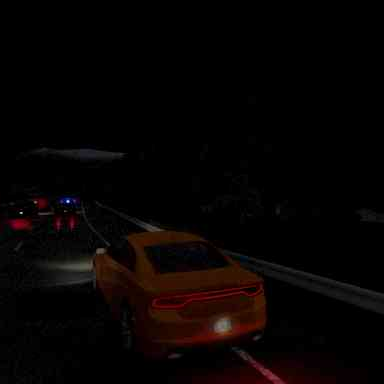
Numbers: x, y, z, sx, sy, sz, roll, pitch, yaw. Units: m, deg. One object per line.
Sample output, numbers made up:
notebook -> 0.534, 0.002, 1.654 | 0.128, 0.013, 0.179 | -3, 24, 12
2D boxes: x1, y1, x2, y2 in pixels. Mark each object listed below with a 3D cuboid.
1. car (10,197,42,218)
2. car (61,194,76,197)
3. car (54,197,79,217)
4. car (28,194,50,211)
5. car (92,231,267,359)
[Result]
car -> -15.108, 1.505, 30.147 | 1.837, 1.490, 4.892 | 0, 0, -19
car -> -15.354, 1.221, 41.435 | 2.150, 2.045, 5.566 | 0, 0, -18
car -> -11.933, 1.491, 31.535 | 2.128, 1.511, 4.902 | 0, 0, -19
car -> -18.520, 1.221, 40.043 | 2.150, 2.045, 5.566 | 0, 0, -19
car -> -0.658, 1.478, 6.299 | 1.882, 1.535, 5.008 | 0, 0, -25
